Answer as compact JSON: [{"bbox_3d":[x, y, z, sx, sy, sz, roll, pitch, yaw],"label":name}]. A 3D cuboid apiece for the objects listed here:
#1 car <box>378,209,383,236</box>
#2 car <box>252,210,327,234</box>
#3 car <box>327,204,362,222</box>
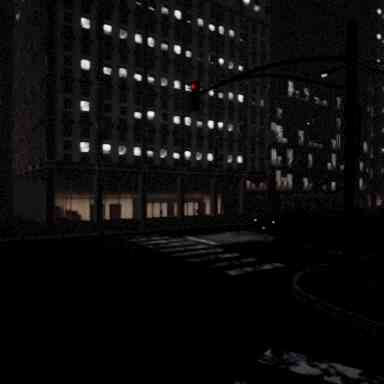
[{"bbox_3d":[12.583,1.618,18.874,5.009,1.841,2.192,0,1,-34],"label":"car"},{"bbox_3d":[6.064,1.822,21.001,4.718,1.301,1.895,0,1,-34],"label":"car"},{"bbox_3d":[12.843,1.755,28.580,4.403,1.369,2.008,0,1,-34],"label":"car"}]
